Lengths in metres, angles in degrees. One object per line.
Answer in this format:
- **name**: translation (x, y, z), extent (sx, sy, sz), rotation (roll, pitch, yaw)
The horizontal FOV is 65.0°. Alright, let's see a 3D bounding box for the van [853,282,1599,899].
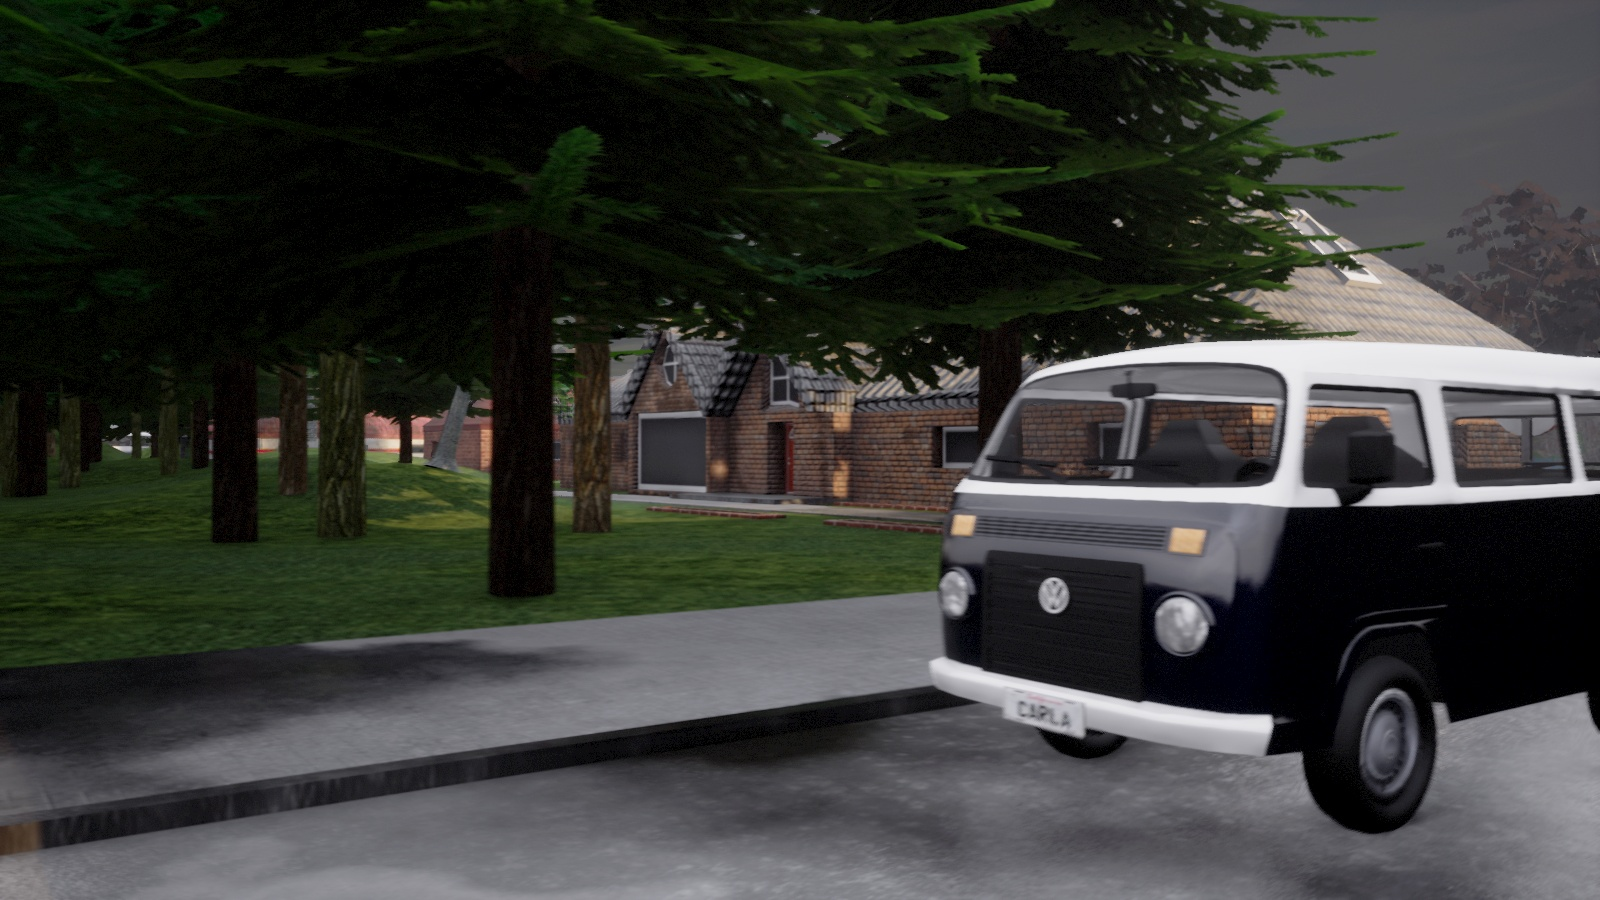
- **van**: translation (2.669, 0.478, 6.192), extent (4.480, 2.038, 2.069), rotation (0, 0, -35)
